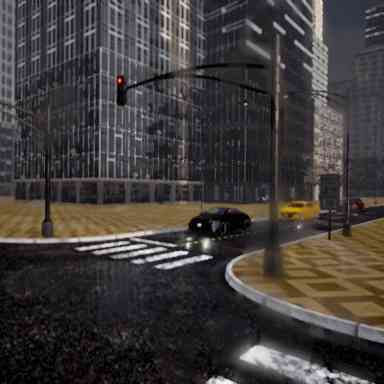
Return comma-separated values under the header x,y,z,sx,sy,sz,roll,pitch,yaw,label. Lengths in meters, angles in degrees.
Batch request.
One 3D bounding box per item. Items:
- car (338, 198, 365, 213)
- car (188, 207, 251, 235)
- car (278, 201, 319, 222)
x,y,z,sx,sy,sz,roll,pitch,yaw,label
18.942,1.500,39.474,2.097,1.767,4.553,1,0,41,car
1.670,1.577,19.092,1.994,1.385,4.181,1,0,40,car
8.931,1.548,27.677,1.882,1.535,5.008,1,1,40,car
